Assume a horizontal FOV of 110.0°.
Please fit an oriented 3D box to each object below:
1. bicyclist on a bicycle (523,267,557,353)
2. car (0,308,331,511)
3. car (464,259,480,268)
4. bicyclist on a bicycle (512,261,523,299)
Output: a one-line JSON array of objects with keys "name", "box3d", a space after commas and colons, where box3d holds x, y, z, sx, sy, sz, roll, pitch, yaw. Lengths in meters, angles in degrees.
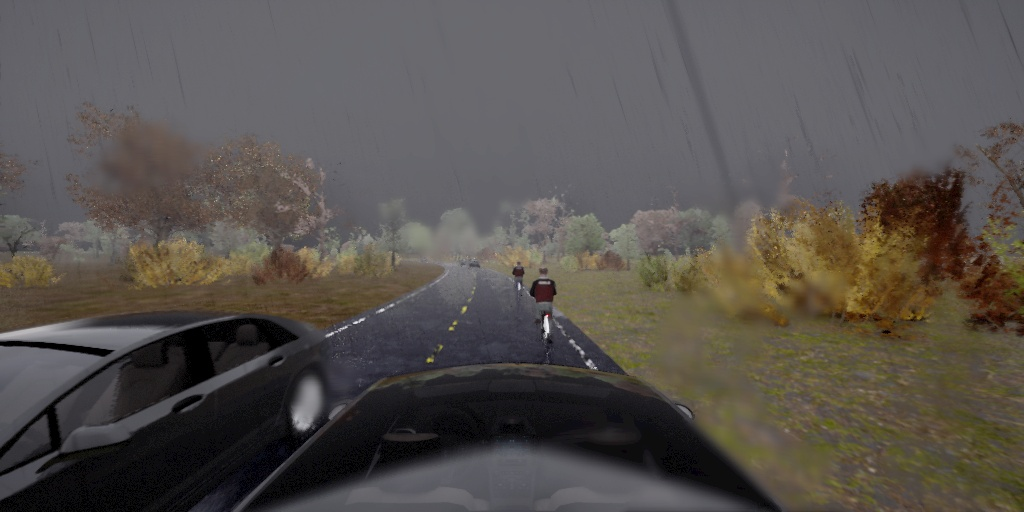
[{"name": "bicyclist on a bicycle", "box3d": [0.685, 1.119, 7.983, 0.659, 1.776, 1.843, 0, 0, -1]}, {"name": "car", "box3d": [-3.154, 1.255, 2.572, 1.837, 1.490, 4.892, 0, 0, -1]}, {"name": "car", "box3d": [-6.769, 1.252, 62.561, 1.837, 1.490, 4.892, 0, 0, -12]}, {"name": "bicyclist on a bicycle", "box3d": [0.305, 1.121, 17.048, 0.659, 1.776, 1.843, 0, 0, -3]}]
